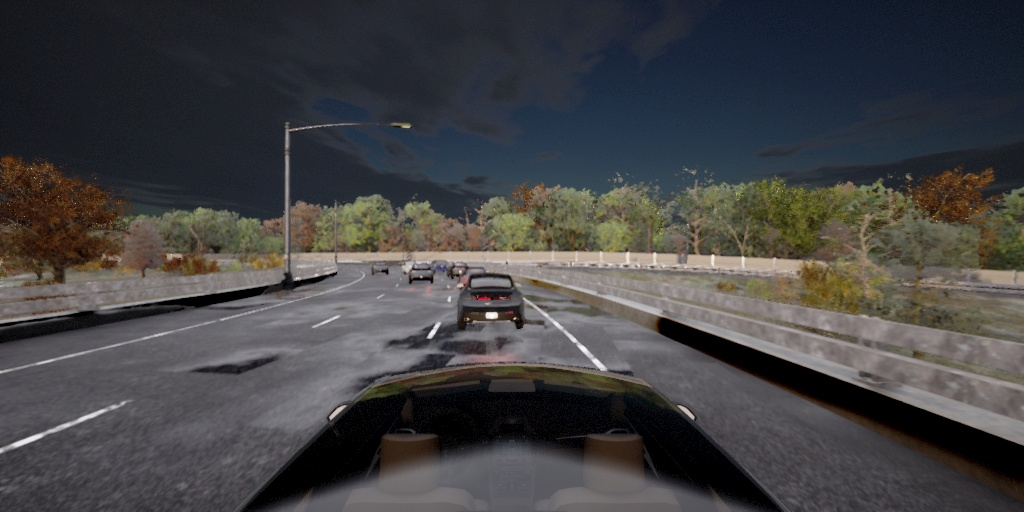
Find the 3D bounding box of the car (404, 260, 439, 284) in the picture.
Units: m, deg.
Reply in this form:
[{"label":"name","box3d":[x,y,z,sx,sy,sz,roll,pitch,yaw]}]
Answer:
[{"label":"car","box3d":[-7.196,1.333,28.449,2.128,1.511,4.902,0,0,-14]}]

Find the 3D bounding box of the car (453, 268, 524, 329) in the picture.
[{"label":"car","box3d":[-0.717,1.284,11.479,1.837,1.490,4.892,0,-1,-5]}]

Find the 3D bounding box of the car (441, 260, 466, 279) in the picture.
[{"label":"car","box3d":[-5.093,1.346,33.854,2.128,1.511,4.902,0,0,-17]}]

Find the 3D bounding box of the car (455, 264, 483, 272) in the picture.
[{"label":"car","box3d":[-2.342,1.381,22.470,1.994,1.385,4.181,0,0,-10]}]

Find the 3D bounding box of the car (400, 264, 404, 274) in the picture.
[{"label":"car","box3d":[-12.206,1.420,43.227,1.812,1.442,4.674,0,0,-23]}]

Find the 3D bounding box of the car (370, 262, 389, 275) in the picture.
[{"label":"car","box3d":[-15.610,1.389,42.346,2.128,1.511,4.902,0,0,-23]}]

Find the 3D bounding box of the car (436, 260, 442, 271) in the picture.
[{"label":"car","box3d":[-9.221,1.247,45.089,2.097,1.767,4.553,0,0,-23]}]
